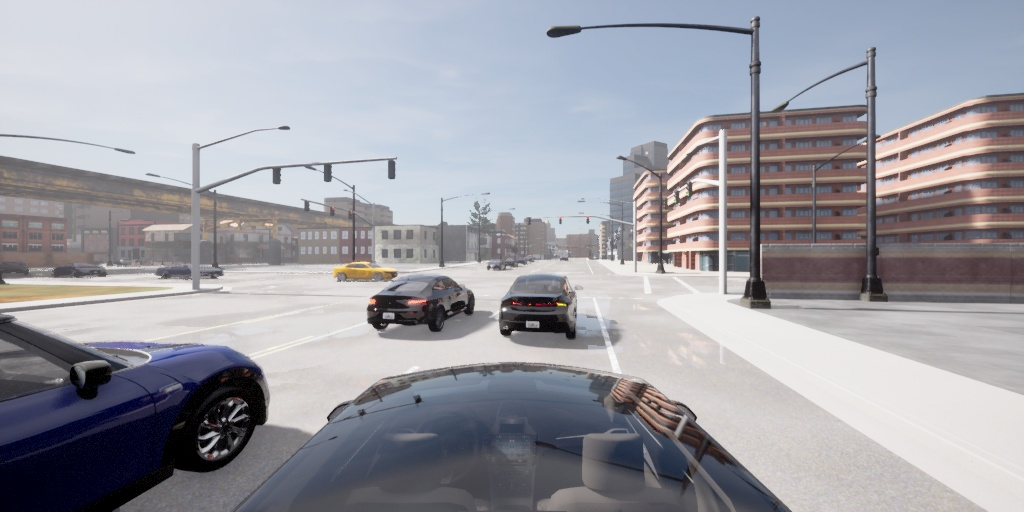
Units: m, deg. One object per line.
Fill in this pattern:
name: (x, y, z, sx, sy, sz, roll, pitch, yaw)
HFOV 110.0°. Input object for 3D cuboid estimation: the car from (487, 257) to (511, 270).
car: (-2.028, 1.106, 48.010, 2.128, 1.511, 4.902, 0, 1, 11)

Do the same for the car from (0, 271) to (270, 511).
car: (-3.858, 1.102, 2.096, 2.097, 1.767, 4.553, 0, 0, 6)

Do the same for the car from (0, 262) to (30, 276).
car: (-52.377, 1.297, 37.704, 5.357, 1.411, 2.033, 0, 0, 36)

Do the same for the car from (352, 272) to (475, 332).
car: (-2.536, 1.276, 10.873, 1.812, 1.442, 4.674, 0, 0, 11)

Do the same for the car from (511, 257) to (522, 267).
car: (-0.228, 0.957, 57.287, 1.882, 1.535, 5.008, 0, 1, 11)

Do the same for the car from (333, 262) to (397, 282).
car: (-11.531, 1.214, 28.255, 5.008, 1.535, 1.882, -1, 0, 10)

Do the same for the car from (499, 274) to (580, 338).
car: (0.909, 1.255, 10.232, 1.837, 1.490, 4.892, 0, 0, 11)

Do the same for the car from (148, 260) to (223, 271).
car: (-27.930, 1.297, 31.072, 5.357, 1.411, 2.033, 0, 0, 10)

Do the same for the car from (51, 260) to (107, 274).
car: (-40.239, 1.312, 33.388, 4.181, 1.385, 1.994, 0, 0, 12)
